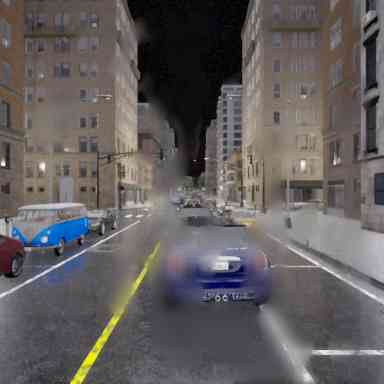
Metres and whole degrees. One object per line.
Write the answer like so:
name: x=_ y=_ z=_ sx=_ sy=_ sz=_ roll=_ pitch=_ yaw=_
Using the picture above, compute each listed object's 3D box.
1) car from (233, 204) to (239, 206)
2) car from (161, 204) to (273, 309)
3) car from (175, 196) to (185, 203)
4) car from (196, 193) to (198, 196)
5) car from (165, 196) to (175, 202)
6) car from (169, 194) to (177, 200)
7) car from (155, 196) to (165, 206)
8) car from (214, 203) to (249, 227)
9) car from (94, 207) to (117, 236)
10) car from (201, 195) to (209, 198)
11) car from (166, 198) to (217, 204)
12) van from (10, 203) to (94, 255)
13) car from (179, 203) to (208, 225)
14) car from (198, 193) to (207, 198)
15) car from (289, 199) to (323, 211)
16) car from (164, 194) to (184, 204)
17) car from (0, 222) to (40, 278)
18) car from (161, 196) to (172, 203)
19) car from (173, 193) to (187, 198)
car: x=2.698 y=1.525 z=18.471 sx=1.752 sy=1.417 sz=4.829 roll=0 pitch=0 yaw=0
car: x=0.328 y=1.352 z=8.123 sx=2.097 sy=1.767 sz=4.553 roll=0 pitch=0 yaw=-5
car: x=-2.540 y=1.519 z=70.556 sx=1.812 sy=1.442 sz=4.674 roll=0 pitch=0 yaw=0
car: x=2.890 y=1.306 z=84.673 sx=2.192 sy=1.841 sz=5.009 roll=0 pitch=0 yaw=0
car: x=-5.152 y=1.543 z=79.012 sx=2.008 sy=1.369 sz=4.403 roll=0 pitch=0 yaw=0
car: x=-5.118 y=1.429 z=90.374 sx=1.967 sy=1.590 sz=4.097 roll=0 pitch=0 yaw=0
car: x=-5.221 y=1.523 z=56.117 sx=1.752 sy=1.417 sz=4.829 roll=0 pitch=0 yaw=0
car: x=2.709 y=1.550 z=23.707 sx=2.008 sy=1.369 sz=4.403 roll=0 pitch=0 yaw=0
car: x=-5.336 y=1.550 z=18.324 sx=2.008 sy=1.369 sz=4.403 roll=0 pitch=0 yaw=0
car: x=2.787 y=1.549 z=50.583 sx=2.008 sy=1.369 sz=4.403 roll=0 pitch=0 yaw=0
car: x=0.123 y=1.351 z=15.390 sx=2.097 sy=1.767 sz=4.553 roll=0 pitch=0 yaw=0
van: x=-5.354 y=1.340 z=12.917 sx=1.690 sy=1.788 sz=3.998 roll=0 pitch=0 yaw=0
car: x=0.092 y=1.563 z=25.052 sx=1.994 sy=1.385 sz=4.181 roll=0 pitch=0 yaw=0
car: x=2.856 y=1.434 z=73.309 sx=1.967 sy=1.590 sz=4.097 roll=0 pitch=0 yaw=0
car: x=13.705 y=1.515 z=38.313 sx=4.718 sy=1.301 sz=1.895 roll=0 pitch=0 yaw=0
car: x=-2.692 y=1.476 z=50.462 sx=1.882 sy=1.535 sz=5.008 roll=0 pitch=0 yaw=0
car: x=-5.371 y=1.582 z=7.511 sx=1.802 sy=1.307 sz=4.206 roll=0 pitch=0 yaw=0
car: x=-5.186 y=1.562 z=67.649 sx=1.947 sy=1.339 sz=4.313 roll=0 pitch=0 yaw=0
car: x=-2.641 y=1.219 z=60.451 sx=2.150 sy=2.045 sz=5.566 roll=0 pitch=0 yaw=1
